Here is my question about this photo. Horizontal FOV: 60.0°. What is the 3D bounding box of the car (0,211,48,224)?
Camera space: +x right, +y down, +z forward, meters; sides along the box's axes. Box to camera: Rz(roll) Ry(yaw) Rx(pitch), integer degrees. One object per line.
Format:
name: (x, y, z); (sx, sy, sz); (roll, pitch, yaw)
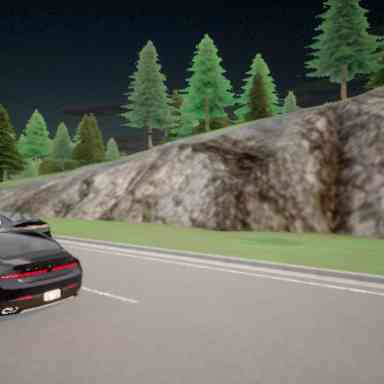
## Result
car: (-7.896, 1.550, 13.941); (4.902, 1.511, 2.128); (0, 0, 36)

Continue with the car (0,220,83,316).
car: (-4.377, 1.535, 7.131); (4.892, 1.490, 1.837); (0, 0, 35)
